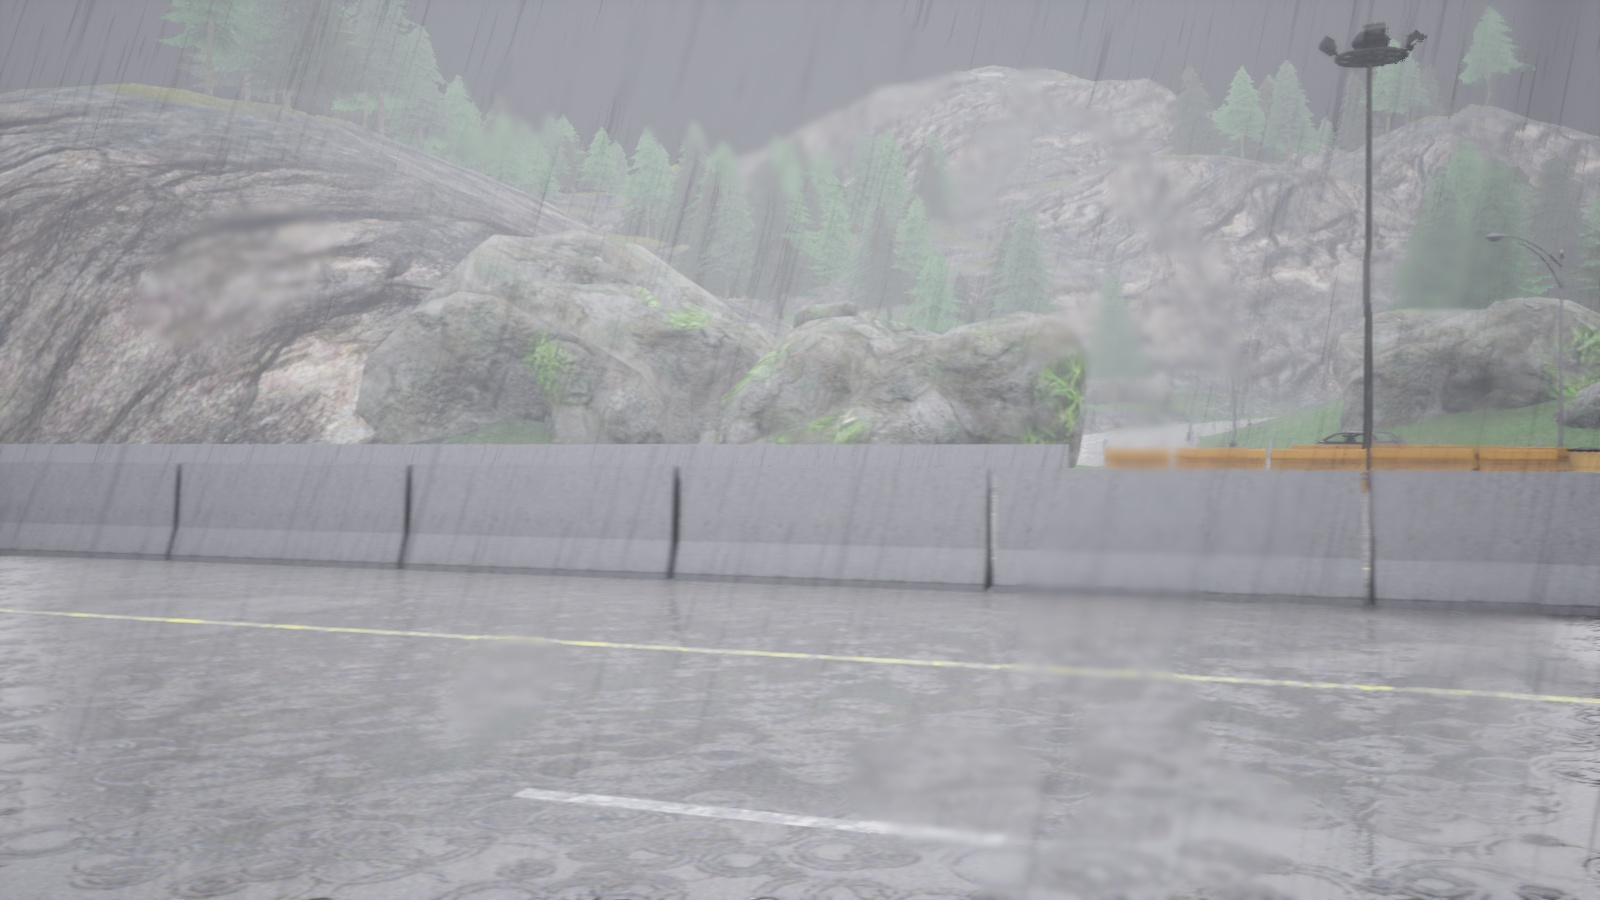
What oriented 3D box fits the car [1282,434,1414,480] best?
[{"bbox_3d":[19.109,0.203,43.954,1.816,1.474,4.193,0,1,-20],"label":"car"}]
